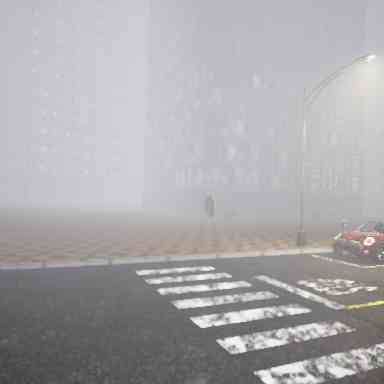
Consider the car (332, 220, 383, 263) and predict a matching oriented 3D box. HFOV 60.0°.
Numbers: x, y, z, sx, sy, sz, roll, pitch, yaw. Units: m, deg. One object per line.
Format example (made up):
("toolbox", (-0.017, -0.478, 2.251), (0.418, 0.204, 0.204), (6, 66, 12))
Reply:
("car", (7.717, 1.861, 13.492), (4.097, 1.590, 1.967), (2, -1, -23))
